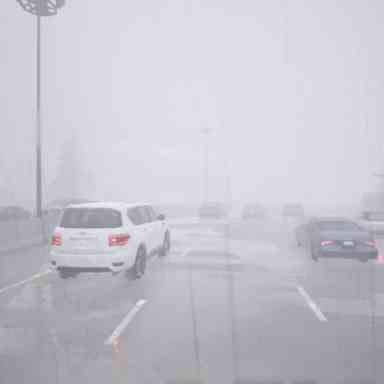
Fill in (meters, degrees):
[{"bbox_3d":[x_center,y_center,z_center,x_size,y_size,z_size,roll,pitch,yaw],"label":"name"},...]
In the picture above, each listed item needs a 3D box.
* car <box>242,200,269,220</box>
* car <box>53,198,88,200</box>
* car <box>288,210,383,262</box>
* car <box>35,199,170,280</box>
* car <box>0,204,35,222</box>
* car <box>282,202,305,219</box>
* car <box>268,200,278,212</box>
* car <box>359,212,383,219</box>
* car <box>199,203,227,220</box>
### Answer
[{"bbox_3d":[5.797,1.765,30.858,1.994,1.385,4.181,0,0,16],"label":"car"},{"bbox_3d":[-10.091,1.481,26.559,2.150,2.045,5.566,-1,0,14],"label":"car"},{"bbox_3d":[5.124,1.613,12.506,2.033,1.411,5.357,0,0,9],"label":"car"},{"bbox_3d":[-2.204,1.316,10.468,2.150,2.045,5.566,0,0,7],"label":"car"},{"bbox_3d":[-14.104,1.772,24.499,1.837,1.490,4.892,-1,0,13],"label":"car"},{"bbox_3d":[9.421,1.671,30.845,2.128,1.511,4.902,-1,0,17],"label":"car"},{"bbox_3d":[9.751,1.790,42.348,1.812,1.442,4.674,0,0,21],"label":"car"},{"bbox_3d":[9.635,1.679,17.574,1.895,1.301,4.718,0,0,11],"label":"car"},{"bbox_3d":[1.974,1.710,30.335,2.128,1.511,4.902,0,0,15],"label":"car"}]
